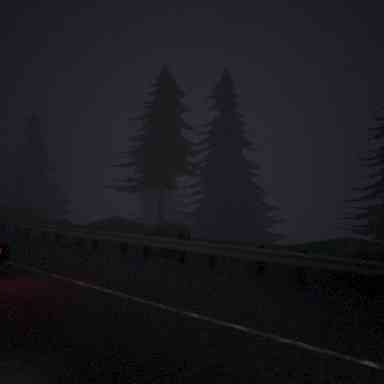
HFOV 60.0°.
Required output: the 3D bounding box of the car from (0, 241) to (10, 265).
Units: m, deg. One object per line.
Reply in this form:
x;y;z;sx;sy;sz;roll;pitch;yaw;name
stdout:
-7.139;1.529;9.402;4.718;1.301;1.895;0;0;38;car
